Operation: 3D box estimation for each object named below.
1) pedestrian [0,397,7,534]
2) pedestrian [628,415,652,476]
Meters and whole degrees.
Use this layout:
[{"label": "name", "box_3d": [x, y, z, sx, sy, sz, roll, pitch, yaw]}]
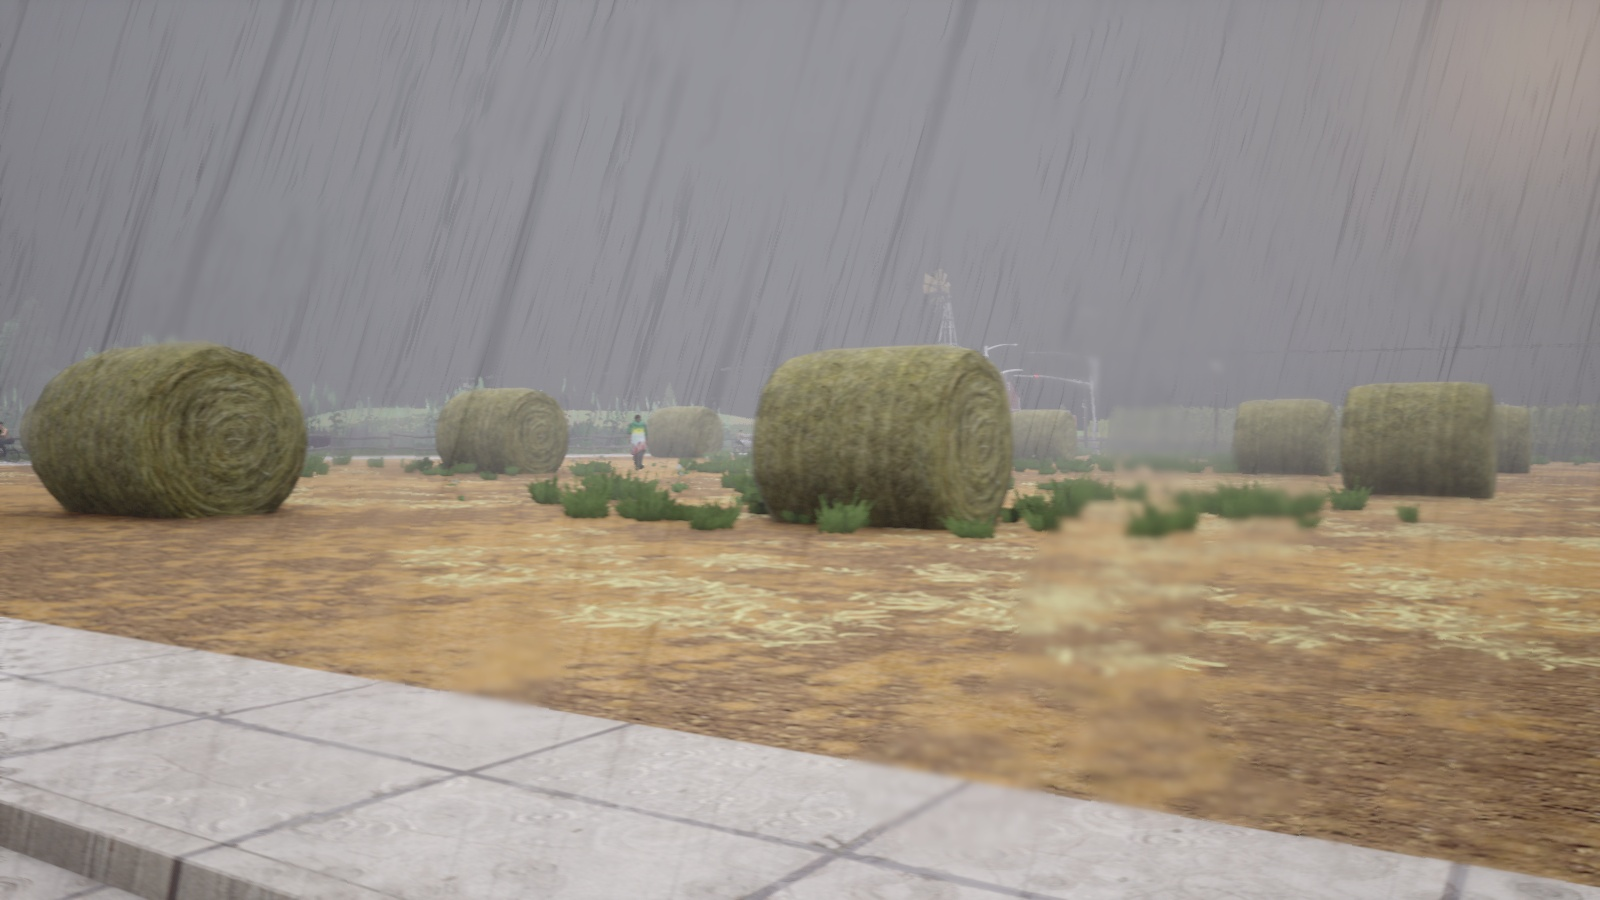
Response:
[{"label": "pedestrian", "box_3d": [-11.926, 0.225, 18.076, 0.659, 1.952, 0.873, -1, 1, -44]}, {"label": "pedestrian", "box_3d": [-5.163, -0.156, 40.456, 0.659, 1.952, 0.873, -1, 1, -14]}]
